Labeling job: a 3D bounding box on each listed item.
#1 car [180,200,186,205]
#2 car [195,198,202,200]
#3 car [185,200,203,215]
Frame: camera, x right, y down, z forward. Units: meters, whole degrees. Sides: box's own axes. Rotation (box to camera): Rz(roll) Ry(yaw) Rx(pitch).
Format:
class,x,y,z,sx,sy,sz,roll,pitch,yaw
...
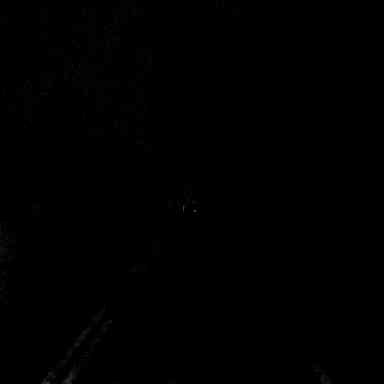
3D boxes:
class,x,y,z,sx,sy,sz,roll,pitch,yaw
car,-1.852,2.582,81.896,1.895,1.301,4.718,0,-1,2
car,1.511,2.559,85.342,1.994,1.385,4.181,0,0,2
car,0.407,2.093,42.588,1.837,1.490,4.892,0,-1,1
